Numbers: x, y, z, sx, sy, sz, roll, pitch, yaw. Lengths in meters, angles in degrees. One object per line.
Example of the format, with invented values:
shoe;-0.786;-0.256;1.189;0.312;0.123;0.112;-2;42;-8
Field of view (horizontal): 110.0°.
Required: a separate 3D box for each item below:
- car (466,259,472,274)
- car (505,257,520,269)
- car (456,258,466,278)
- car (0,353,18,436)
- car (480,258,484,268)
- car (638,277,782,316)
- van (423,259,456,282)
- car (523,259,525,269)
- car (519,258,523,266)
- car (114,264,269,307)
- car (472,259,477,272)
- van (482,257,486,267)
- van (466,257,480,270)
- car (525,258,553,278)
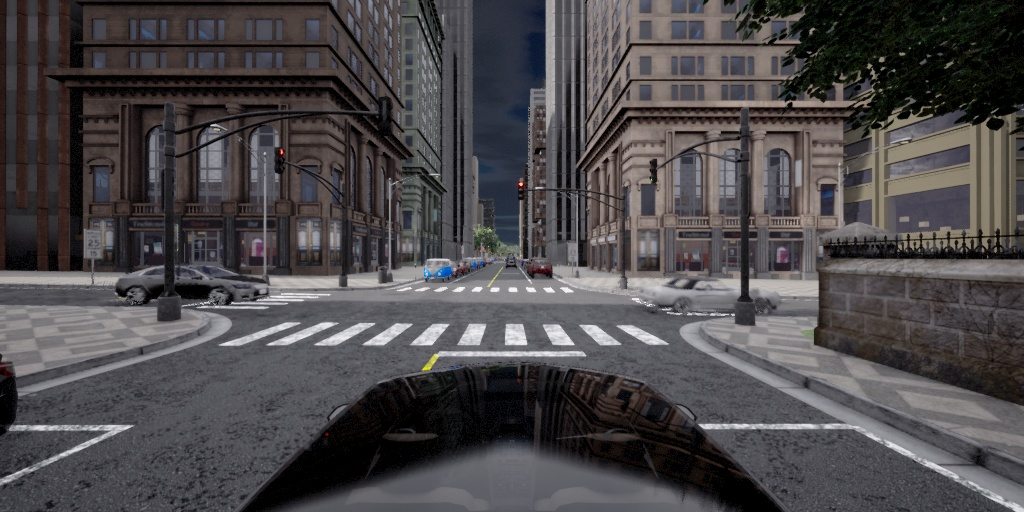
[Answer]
car;-5.861;1.322;39.270;1.888;1.381;4.507;0;0;0
car;-0.099;1.312;59.049;1.837;1.490;4.892;0;0;1
car;-5.847;1.210;33.829;1.967;1.591;4.097;0;0;0
car;-5.762;1.316;1.732;1.948;1.339;4.313;0;0;0
car;-5.904;1.347;55.594;1.888;1.381;4.507;0;0;0
car;7.511;1.501;13.813;4.718;1.301;1.895;1;0;0
van;-5.833;1.105;28.389;1.690;1.789;3.998;0;0;0
car;2.664;1.092;39.301;2.192;1.841;5.009;0;0;0
car;2.621;1.352;55.623;2.007;1.370;4.403;0;0;0
car;-12.120;1.079;13.808;4.902;1.511;2.128;1;0;-3
car;-5.876;1.351;44.711;1.948;1.339;4.313;0;0;0
van;-5.919;1.151;61.035;1.690;1.789;3.998;0;0;0
van;-5.890;1.134;50.153;1.690;1.789;3.998;0;0;0
car;2.678;1.085;33.860;2.192;1.841;5.009;0;0;0
